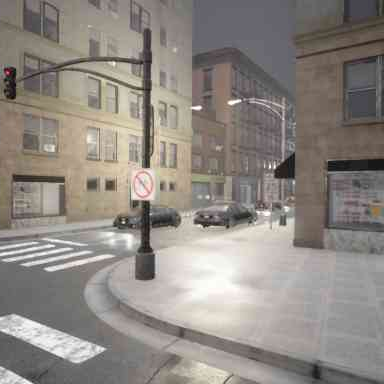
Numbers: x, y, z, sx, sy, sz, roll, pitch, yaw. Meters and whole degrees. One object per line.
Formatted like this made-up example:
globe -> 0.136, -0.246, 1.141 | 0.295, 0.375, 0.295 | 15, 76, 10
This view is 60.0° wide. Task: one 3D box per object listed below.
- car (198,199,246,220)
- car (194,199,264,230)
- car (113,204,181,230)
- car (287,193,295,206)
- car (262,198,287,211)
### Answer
car -> 2.462, 1.297, 26.277 | 1.994, 1.385, 4.181 | 1, 1, 34
car -> 2.182, 1.373, 20.093 | 2.033, 1.411, 5.357 | 1, 1, 34
car -> -2.452, 1.388, 18.910 | 1.994, 1.385, 4.181 | 1, 1, 34
car -> 13.685, 0.870, 43.013 | 2.097, 1.767, 4.553 | 1, 1, 34
car -> 7.962, 1.191, 34.503 | 1.994, 1.385, 4.181 | 1, 1, 34
